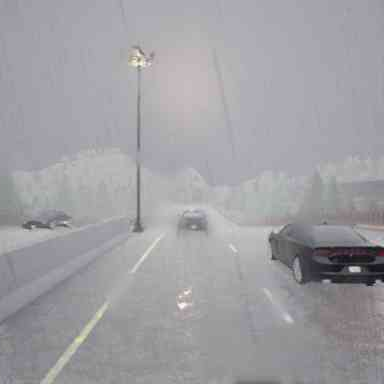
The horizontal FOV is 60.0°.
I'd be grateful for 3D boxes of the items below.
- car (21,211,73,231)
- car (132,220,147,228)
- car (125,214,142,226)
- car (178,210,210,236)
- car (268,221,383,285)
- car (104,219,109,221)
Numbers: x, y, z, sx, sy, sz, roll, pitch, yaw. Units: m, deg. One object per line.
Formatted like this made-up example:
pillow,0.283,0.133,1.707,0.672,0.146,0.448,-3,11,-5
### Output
car,-10.597,2.092,24.890,2.033,1.411,5.357,0,-3,0
car,-10.501,6.472,66.852,2.033,1.411,5.357,0,-7,0
car,-7.090,3.144,37.266,1.895,1.301,4.718,0,-6,0
car,0.100,1.859,20.664,1.812,1.442,4.674,0,-2,0
car,3.600,1.576,9.827,1.882,1.535,5.008,0,0,0
car,-14.039,5.228,56.172,1.812,1.442,4.674,0,-7,1
